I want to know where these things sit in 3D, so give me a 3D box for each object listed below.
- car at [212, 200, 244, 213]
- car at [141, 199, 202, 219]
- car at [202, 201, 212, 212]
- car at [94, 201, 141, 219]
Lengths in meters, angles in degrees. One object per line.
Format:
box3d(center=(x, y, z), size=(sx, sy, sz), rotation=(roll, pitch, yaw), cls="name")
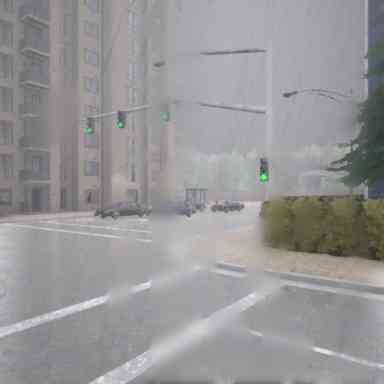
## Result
box3d(center=(3.972, 1.603, 37.182), size=(1.895, 1.301, 4.718), rotation=(0, 0, 36), cls="car")
box3d(center=(-1.676, 1.549, 29.434), size=(2.033, 1.411, 5.357), rotation=(0, 0, 36), cls="car")
box3d(center=(-0.328, 1.494, 37.227), size=(2.128, 1.511, 4.902), rotation=(0, 0, 36), cls="car")
box3d(center=(-6.011, 1.550, 29.424), size=(2.033, 1.411, 5.357), rotation=(0, 0, 36), cls="car")
